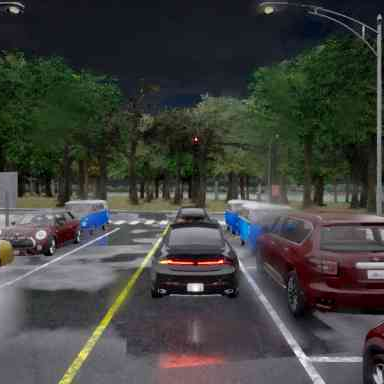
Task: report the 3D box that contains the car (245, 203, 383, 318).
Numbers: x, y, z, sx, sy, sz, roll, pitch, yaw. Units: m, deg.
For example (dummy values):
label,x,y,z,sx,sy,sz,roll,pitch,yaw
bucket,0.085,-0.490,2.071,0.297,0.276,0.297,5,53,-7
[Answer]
label,x,y,z,sx,sy,sz,roll,pitch,yaw
car,2.759,1.315,7.364,2.192,1.841,5.009,0,0,0

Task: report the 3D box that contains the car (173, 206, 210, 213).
label,x,y,z,sx,sy,sz,roll,pitch,yaw
car,0.003,1.506,17.939,1.837,1.490,4.892,0,0,-1

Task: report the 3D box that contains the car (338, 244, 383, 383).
label,x,y,z,sx,sy,sz,roll,pitch,yaw
car,2.762,1.440,1.926,1.967,1.590,4.097,0,0,0

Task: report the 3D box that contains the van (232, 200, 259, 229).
label,x,y,z,sx,sy,sz,roll,pitch,yaw
van,2.756,1.342,12.801,1.690,1.788,3.998,0,0,0

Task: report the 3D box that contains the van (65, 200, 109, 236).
label,x,y,z,sx,sy,sz,roll,pitch,yaw
van,-5.772,1.342,18.235,1.690,1.788,3.998,0,0,0

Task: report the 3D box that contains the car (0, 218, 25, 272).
label,x,y,z,sx,sy,sz,roll,pitch,yaw
car,-5.766,1.525,7.190,1.752,1.417,4.829,0,0,0

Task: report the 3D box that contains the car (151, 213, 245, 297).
label,x,y,z,sx,sy,sz,roll,pitch,yaw
car,0.073,1.505,8.535,1.837,1.490,4.892,0,0,0

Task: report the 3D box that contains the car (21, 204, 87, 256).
label,x,y,z,sx,sy,sz,roll,pitch,yaw
car,-5.769,1.441,12.797,1.967,1.590,4.097,0,0,0

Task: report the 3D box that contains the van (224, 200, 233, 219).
label,x,y,z,sx,sy,sz,roll,pitch,yaw
van,2.753,1.342,18.239,1.690,1.788,3.998,0,0,0
